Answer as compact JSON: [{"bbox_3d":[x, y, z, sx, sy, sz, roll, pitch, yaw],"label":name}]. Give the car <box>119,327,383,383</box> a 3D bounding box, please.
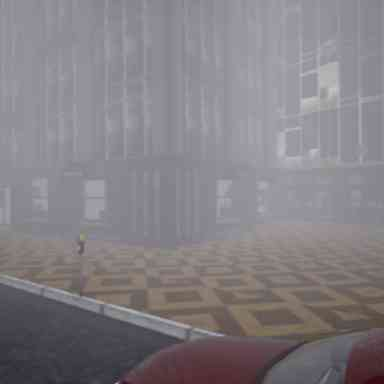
[{"bbox_3d":[1.266,1.582,1.970,4.206,1.307,1.802,-1,0,36],"label":"car"}]
